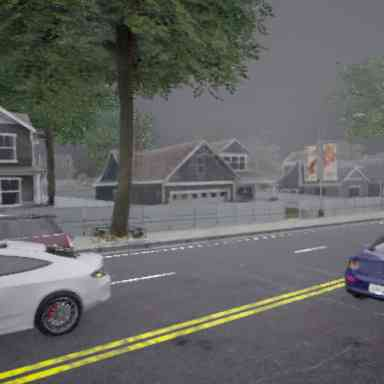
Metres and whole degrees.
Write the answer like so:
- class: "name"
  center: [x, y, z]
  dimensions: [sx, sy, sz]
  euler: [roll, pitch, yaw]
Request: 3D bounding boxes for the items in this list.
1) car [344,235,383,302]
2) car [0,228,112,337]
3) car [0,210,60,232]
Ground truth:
- class: "car"
  center: [5.079, 1.508, 7.068]
  dimensions: [4.674, 1.442, 1.812]
  euler: [0, 0, -36]
- class: "car"
  center: [-3.596, 1.526, 5.111]
  dimensions: [4.674, 1.442, 1.812]
  euler: [0, 0, -36]
- class: "car"
  center: [-5.212, 1.351, 7.951]
  dimensions: [4.553, 1.767, 2.097]
  euler: [0, 0, -36]
